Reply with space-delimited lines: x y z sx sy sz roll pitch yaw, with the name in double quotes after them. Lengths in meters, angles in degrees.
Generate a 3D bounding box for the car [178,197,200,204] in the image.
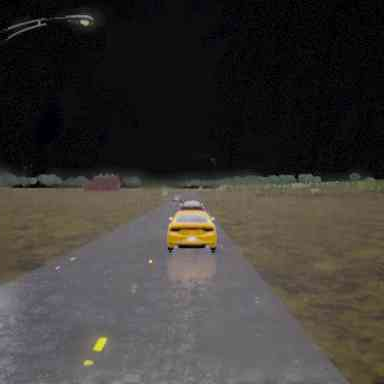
-0.009 1.472 29.448 1.882 1.535 5.008 0 1 0 "car"

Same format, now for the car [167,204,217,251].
-0.001 1.541 14.463 1.882 1.535 5.008 0 0 0 "car"

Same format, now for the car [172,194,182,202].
-2.823 1.202 63.951 2.128 1.511 4.902 0 1 1 "car"
